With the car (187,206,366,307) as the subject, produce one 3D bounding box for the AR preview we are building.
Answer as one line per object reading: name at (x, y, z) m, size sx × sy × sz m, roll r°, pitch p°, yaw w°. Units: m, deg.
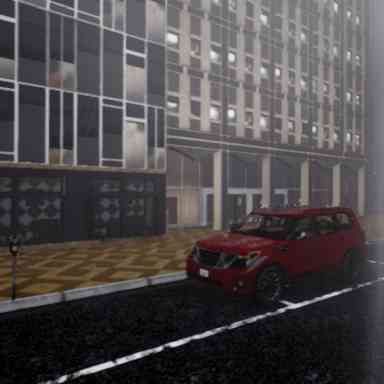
car at (2.298, 1.320, 8.193) m, size 5.009 × 1.841 × 2.192 m, roll 0°, pitch 0°, yaw -35°
